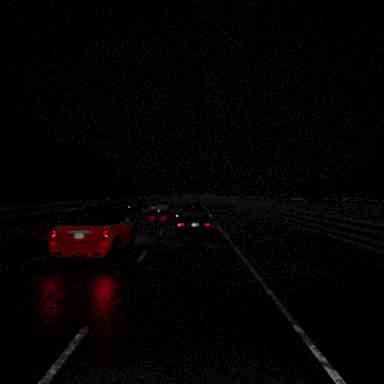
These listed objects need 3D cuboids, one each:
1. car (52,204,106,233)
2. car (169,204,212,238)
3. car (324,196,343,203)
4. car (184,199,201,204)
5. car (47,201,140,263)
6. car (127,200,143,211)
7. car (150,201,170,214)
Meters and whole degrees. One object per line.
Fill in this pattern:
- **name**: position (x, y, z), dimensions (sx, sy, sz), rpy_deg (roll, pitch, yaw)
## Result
- **car**: position (-6.900, 1.552, 20.866), dimensions (1.812, 1.442, 4.674), rpy_deg (0, 0, 0)
- **car**: position (0.102, 1.569, 17.861), dimensions (2.033, 1.411, 5.357), rpy_deg (0, 0, 0)
- **car**: position (33.374, 1.834, 78.222), dimensions (2.033, 1.649, 4.856), rpy_deg (0, 0, -31)
- **car**: position (0.105, 1.541, 39.520), dimensions (1.882, 1.535, 5.008), rpy_deg (0, 0, 0)
- **car**: position (-3.398, 1.360, 12.135), dimensions (2.097, 1.767, 4.553), rpy_deg (0, 0, 0)
- **car**: position (-6.896, 1.624, 38.452), dimensions (1.994, 1.385, 4.181), rpy_deg (0, 0, 0)
- **car**: position (-3.397, 1.656, 36.439), dimensions (1.895, 1.301, 4.718), rpy_deg (0, 0, 0)
